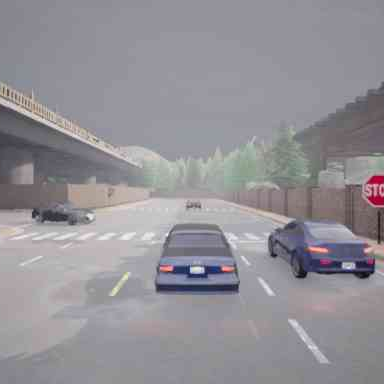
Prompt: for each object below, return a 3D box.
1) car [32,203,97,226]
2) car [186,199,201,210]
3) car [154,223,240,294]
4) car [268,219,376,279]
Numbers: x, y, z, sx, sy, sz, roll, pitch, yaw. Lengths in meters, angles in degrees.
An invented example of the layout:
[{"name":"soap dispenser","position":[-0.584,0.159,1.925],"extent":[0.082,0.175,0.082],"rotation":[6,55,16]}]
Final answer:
[{"name":"car","position":[-8.848,1.490,23.048],"extent":[4.902,1.511,2.128],"rotation":[0,0,26]},{"name":"car","position":[0.206,1.598,43.815],"extent":[1.895,1.301,4.718],"rotation":[0,0,-1]},{"name":"car","position":[0.101,1.547,8.898],"extent":[2.033,1.411,5.357],"rotation":[0,0,0]},{"name":"car","position":[3.600,1.525,9.936],"extent":[1.812,1.442,4.674],"rotation":[0,0,0]}]
